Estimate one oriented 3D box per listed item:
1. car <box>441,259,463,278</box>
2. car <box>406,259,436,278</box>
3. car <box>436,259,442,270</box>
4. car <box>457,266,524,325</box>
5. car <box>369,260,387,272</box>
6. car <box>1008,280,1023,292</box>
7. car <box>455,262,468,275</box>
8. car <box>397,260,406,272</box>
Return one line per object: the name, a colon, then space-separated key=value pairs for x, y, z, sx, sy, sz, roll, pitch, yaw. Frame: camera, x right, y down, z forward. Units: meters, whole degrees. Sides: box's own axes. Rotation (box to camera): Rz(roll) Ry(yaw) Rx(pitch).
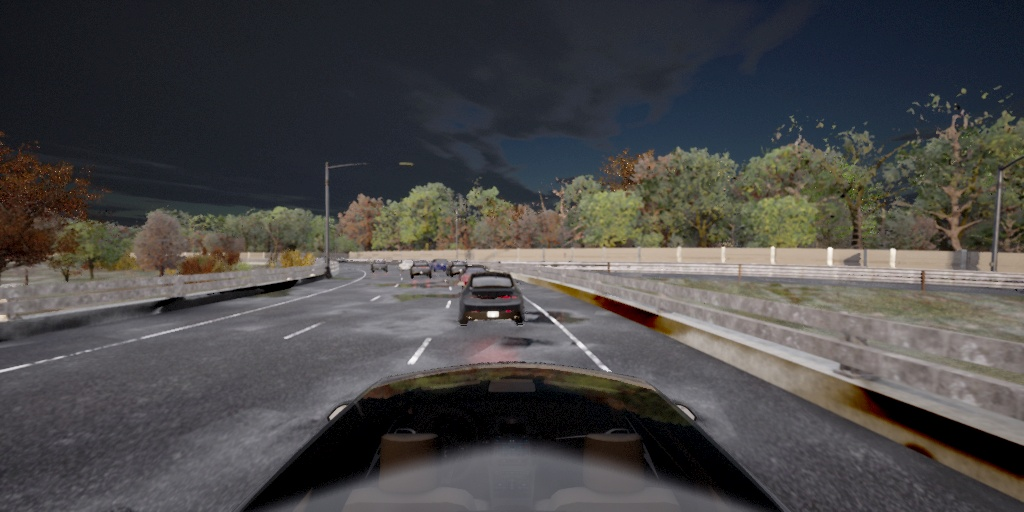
car: x=-5.309 y=1.254 z=34.773 sx=2.128 sy=1.511 sz=4.902 roll=0 pitch=0 yaw=-17
car: x=-8.679 y=1.254 z=33.887 sx=2.128 sy=1.511 sz=4.902 roll=0 pitch=0 yaw=-17
car: x=-9.373 y=1.119 z=45.804 sx=2.097 sy=1.767 sz=4.553 roll=0 pitch=0 yaw=-22
car: x=-0.724 y=1.260 z=11.805 sx=1.837 sy=1.490 sz=4.892 roll=0 pitch=0 yaw=-5
car: x=-17.151 y=1.264 z=46.072 sx=2.128 sy=1.511 sz=4.902 roll=0 pitch=0 yaw=-25
car: x=38.194 y=1.970 z=24.685 sx=5.008 sy=1.535 sz=1.882 roll=4 pitch=2 yaw=29
car: x=-2.456 y=1.321 z=23.337 sx=1.994 sy=1.385 sz=4.181 roll=0 pitch=0 yaw=-11
car: x=-13.959 y=1.296 z=47.503 sx=1.812 sy=1.442 sz=4.674 roll=0 pitch=0 yaw=-25
